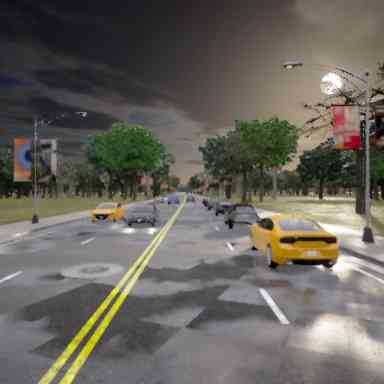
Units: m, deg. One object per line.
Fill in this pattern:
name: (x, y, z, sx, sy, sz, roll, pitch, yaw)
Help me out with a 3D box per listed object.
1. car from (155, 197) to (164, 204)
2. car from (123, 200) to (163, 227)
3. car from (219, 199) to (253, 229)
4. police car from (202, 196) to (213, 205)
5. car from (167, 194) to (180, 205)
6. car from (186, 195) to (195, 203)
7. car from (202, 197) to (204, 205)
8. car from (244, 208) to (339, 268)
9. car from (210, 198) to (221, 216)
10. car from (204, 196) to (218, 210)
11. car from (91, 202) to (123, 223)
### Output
car: (-6.751, 1.746, 68.849, 1.812, 1.442, 4.674, 0, 0, 0)
car: (-3.381, 1.585, 23.778, 1.837, 1.490, 4.892, 0, 0, 0)
car: (3.221, 1.507, 22.484, 2.033, 1.649, 4.856, 0, 0, 0)
police car: (3.015, 1.650, 66.615, 1.930, 1.638, 5.238, 0, 0, 0)
car: (-3.484, 1.441, 64.035, 2.150, 2.045, 5.566, 0, 0, 0)
car: (-0.296, 1.480, 75.449, 2.097, 1.767, 4.553, 0, 0, 0)
car: (3.085, 1.691, 55.530, 2.163, 1.488, 4.792, 0, 0, 0)
car: (3.241, 1.516, 11.479, 1.882, 1.535, 5.008, 0, 0, 0)
car: (3.188, 1.617, 33.489, 1.837, 1.490, 4.892, 0, 0, 0)
car: (3.143, 1.501, 44.465, 2.097, 1.767, 4.553, 0, 0, 0)
car: (-6.639, 1.567, 26.802, 1.882, 1.535, 5.008, 0, 0, 0)
